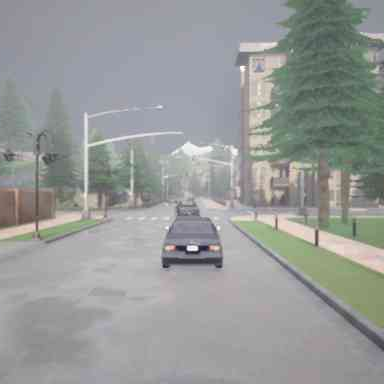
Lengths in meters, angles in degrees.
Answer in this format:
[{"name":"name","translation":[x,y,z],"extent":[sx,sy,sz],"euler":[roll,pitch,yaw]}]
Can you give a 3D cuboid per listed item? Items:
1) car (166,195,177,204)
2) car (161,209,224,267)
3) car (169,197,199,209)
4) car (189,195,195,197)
[{"name":"car","translation":[-3.602,1.295,61.789],"extent":[2.097,1.767,4.553],"euler":[0,0,1]},{"name":"car","translation":[0.025,1.532,11.273],"extent":[2.033,1.411,5.357],"euler":[0,0,0]},{"name":"car","translation":[-0.520,1.456,28.407],"extent":[2.128,1.511,4.902],"euler":[0,0,-7]},{"name":"car","translation":[0.043,1.455,75.475],"extent":[2.033,1.411,5.357],"euler":[0,0,0]}]
